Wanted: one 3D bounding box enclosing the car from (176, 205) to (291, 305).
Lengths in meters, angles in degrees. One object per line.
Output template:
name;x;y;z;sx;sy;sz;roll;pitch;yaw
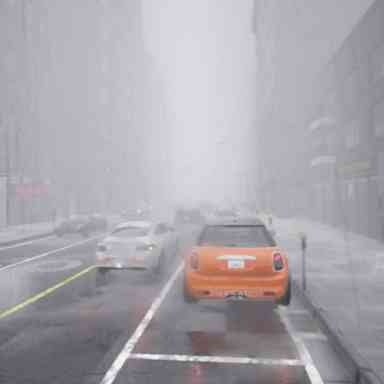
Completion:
car;1.055;1.381;8.344;2.097;1.767;4.553;-1;0;6

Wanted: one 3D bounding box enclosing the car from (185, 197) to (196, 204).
car;-0.287;1.915;73.622;1.887;1.381;4.507;-1;0;6

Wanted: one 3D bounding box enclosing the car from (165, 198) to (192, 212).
car;-1.506;1.778;38.445;1.994;1.385;4.181;-1;0;7

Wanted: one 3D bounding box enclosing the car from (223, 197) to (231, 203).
car;8.304;1.861;78.413;1.802;1.307;4.206;-1;0;6

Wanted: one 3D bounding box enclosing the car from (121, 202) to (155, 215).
car;-5.011;1.658;30.079;1.967;1.590;4.097;-1;0;6

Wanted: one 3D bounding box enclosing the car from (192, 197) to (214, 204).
car;1.407;1.656;39.282;1.882;1.535;5.008;-1;0;6

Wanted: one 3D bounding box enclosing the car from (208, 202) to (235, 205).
car;2.374;1.638;23.734;2.008;1.369;4.403;-1;0;6

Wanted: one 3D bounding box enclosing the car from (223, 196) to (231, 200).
car;3.562;1.567;34.708;1.967;1.590;4.097;-1;0;6

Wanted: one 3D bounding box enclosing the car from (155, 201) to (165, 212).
car;-4.433;1.762;35.395;1.752;1.417;4.829;-1;0;6

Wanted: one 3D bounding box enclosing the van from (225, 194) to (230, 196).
van;7.076;1.581;67.119;1.690;1.788;3.998;-1;0;6

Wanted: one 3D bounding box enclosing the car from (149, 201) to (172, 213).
car;-3.820;1.808;41.050;2.008;1.369;4.403;-1;0;6

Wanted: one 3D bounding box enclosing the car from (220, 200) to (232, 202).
car;2.969;1.689;29.221;1.802;1.307;4.206;-1;0;6

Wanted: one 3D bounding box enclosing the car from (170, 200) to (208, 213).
car;-0.090;1.602;24.549;1.882;1.535;5.008;-1;0;6

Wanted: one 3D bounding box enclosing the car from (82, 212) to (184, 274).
car;-1.589;1.601;10.720;1.812;1.442;4.674;-1;0;6

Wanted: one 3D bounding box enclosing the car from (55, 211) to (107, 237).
car;-6.199;1.761;19.105;1.802;1.307;4.206;-1;0;6

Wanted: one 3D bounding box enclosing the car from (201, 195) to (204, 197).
car;1.532;1.950;90.400;1.752;1.417;4.829;-1;0;6
